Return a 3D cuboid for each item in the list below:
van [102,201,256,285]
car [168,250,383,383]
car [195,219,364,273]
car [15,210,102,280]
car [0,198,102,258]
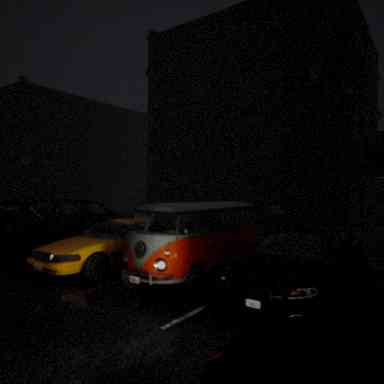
[{"bbox_3d":[0.086,1.252,8.748,1.878,1.987,4.442,0,0,35],"label":"van"},{"bbox_3d":[2.326,1.479,1.720,5.008,1.535,1.882,0,0,35],"label":"car"},{"bbox_3d":[2.402,1.479,7.247,2.097,1.535,5.008,0,0,35],"label":"car"},{"bbox_3d":[-2.199,1.474,10.293,1.946,1.575,5.366,0,0,35],"label":"car"},{"bbox_3d":[-4.320,1.226,12.068,2.435,2.045,5.566,0,0,35],"label":"car"}]
